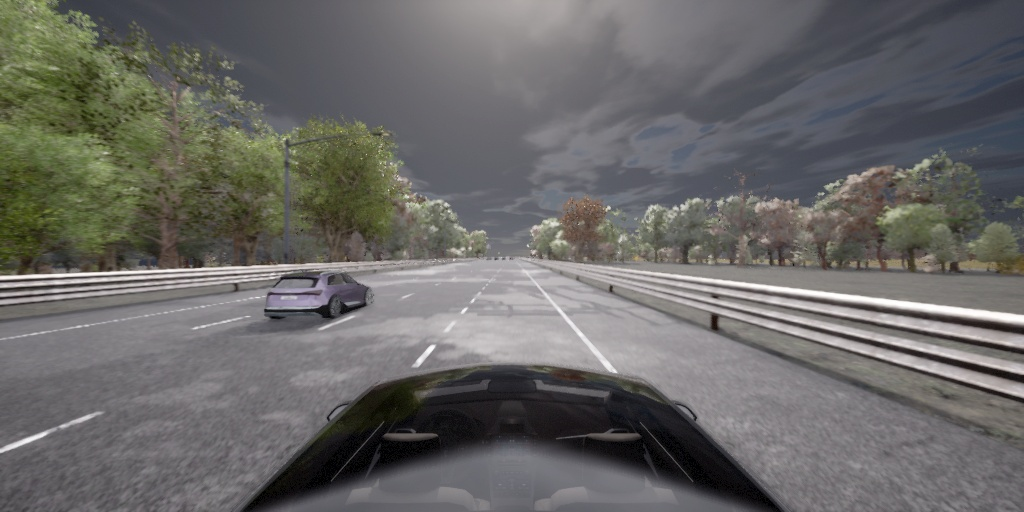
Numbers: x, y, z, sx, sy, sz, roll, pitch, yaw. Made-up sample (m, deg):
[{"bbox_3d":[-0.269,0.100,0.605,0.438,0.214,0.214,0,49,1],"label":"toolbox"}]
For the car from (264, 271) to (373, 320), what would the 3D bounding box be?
[{"bbox_3d":[-6.586,1.318,12.730,2.033,1.649,4.856,0,-1,-2],"label":"car"}]
